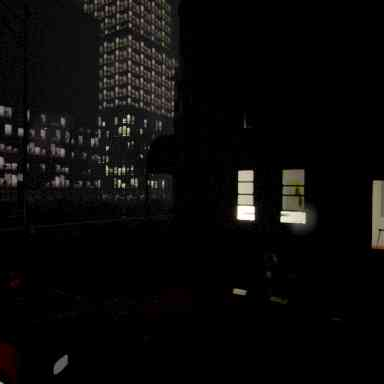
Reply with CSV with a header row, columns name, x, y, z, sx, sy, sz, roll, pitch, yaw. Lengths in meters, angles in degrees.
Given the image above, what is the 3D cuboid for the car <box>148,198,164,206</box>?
name,x,y,z,sx,sy,sz,roll,pitch,yaw
car,-5.879,1.625,46.401,2.128,1.511,4.902,1,0,35

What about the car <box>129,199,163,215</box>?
name,x,y,z,sx,sy,sz,roll,pitch,yaw
car,-5.513,1.771,36.478,1.802,1.307,4.206,1,0,34

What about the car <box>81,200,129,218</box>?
name,x,y,z,sx,sy,sz,roll,pitch,yaw
car,-8.603,1.729,31.953,1.947,1.339,4.313,1,0,34

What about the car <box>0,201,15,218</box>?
name,x,y,z,sx,sy,sz,roll,pitch,yaw
car,-17.529,1.540,29.373,1.837,1.490,4.892,1,0,34

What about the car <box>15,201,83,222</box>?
name,x,y,z,sx,sy,sz,roll,pitch,yaw
car,-11.696,1.688,27.426,2.008,1.369,4.403,1,0,34

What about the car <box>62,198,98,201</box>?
name,x,y,z,sx,sy,sz,roll,pitch,yaw
car,-11.678,1.577,37.932,2.128,1.511,4.902,1,0,34

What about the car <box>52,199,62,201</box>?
name,x,y,z,sx,sy,sz,roll,pitch,yaw
car,-15.137,1.472,37.699,1.967,1.590,4.097,1,0,34

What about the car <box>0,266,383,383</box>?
name,x,y,z,sx,sy,sz,roll,pitch,yaw
car,-0.011,1.544,2.831,4.507,1.381,1.887,0,1,34
